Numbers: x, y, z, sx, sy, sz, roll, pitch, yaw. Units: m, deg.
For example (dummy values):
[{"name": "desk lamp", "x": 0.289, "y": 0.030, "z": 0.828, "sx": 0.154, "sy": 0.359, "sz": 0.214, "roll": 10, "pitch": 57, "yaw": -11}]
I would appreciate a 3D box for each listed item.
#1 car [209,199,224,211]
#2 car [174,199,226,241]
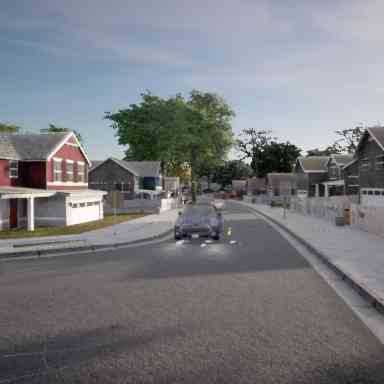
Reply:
[{"name": "car", "x": 3.158, "y": 1.600, "z": 42.178, "sx": 1.812, "sy": 1.442, "sz": 4.674, "roll": 0, "pitch": 0, "yaw": 4}, {"name": "car", "x": 0.439, "y": 1.354, "z": 16.782, "sx": 2.097, "sy": 1.767, "sz": 4.553, "roll": 0, "pitch": 0, "yaw": 8}]
